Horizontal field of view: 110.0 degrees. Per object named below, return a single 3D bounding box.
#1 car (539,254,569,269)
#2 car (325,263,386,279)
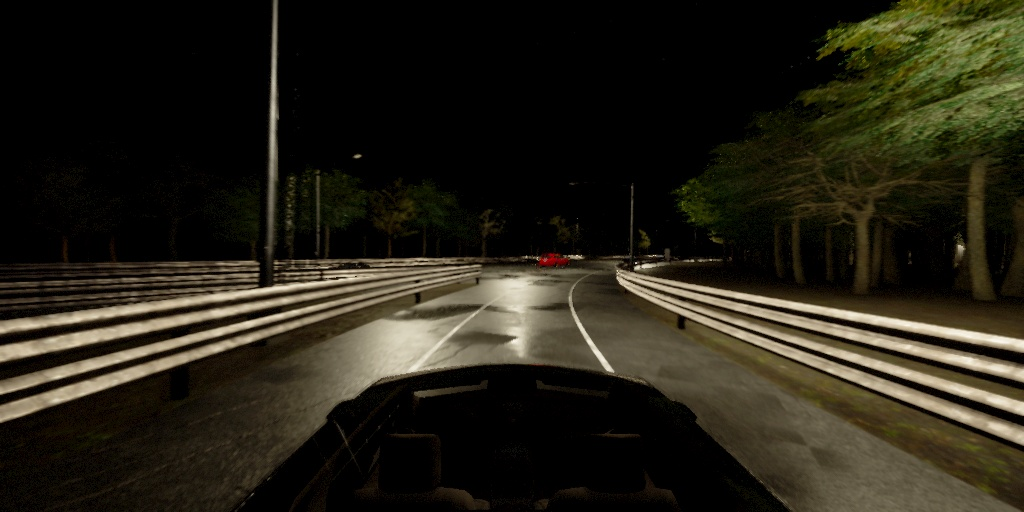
[{"bbox_3d":[5.913,0.718,49.791,2.150,2.045,5.566,1,1,36],"label":"car"},{"bbox_3d":[-11.047,1.262,26.034,1.812,1.442,4.674,1,1,36],"label":"car"}]
